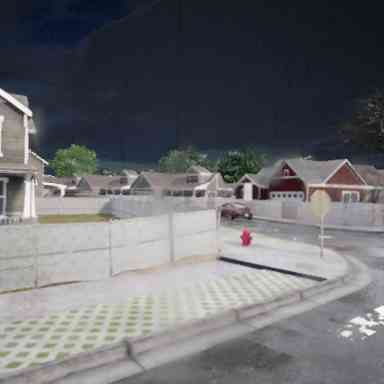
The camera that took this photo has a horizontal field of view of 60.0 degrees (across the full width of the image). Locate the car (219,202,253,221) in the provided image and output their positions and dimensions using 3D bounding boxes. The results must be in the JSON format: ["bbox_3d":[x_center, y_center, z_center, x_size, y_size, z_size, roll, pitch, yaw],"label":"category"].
[{"bbox_3d":[3.318,1.584,27.545,1.812,1.442,4.674,1,0,-22],"label":"car"}]
